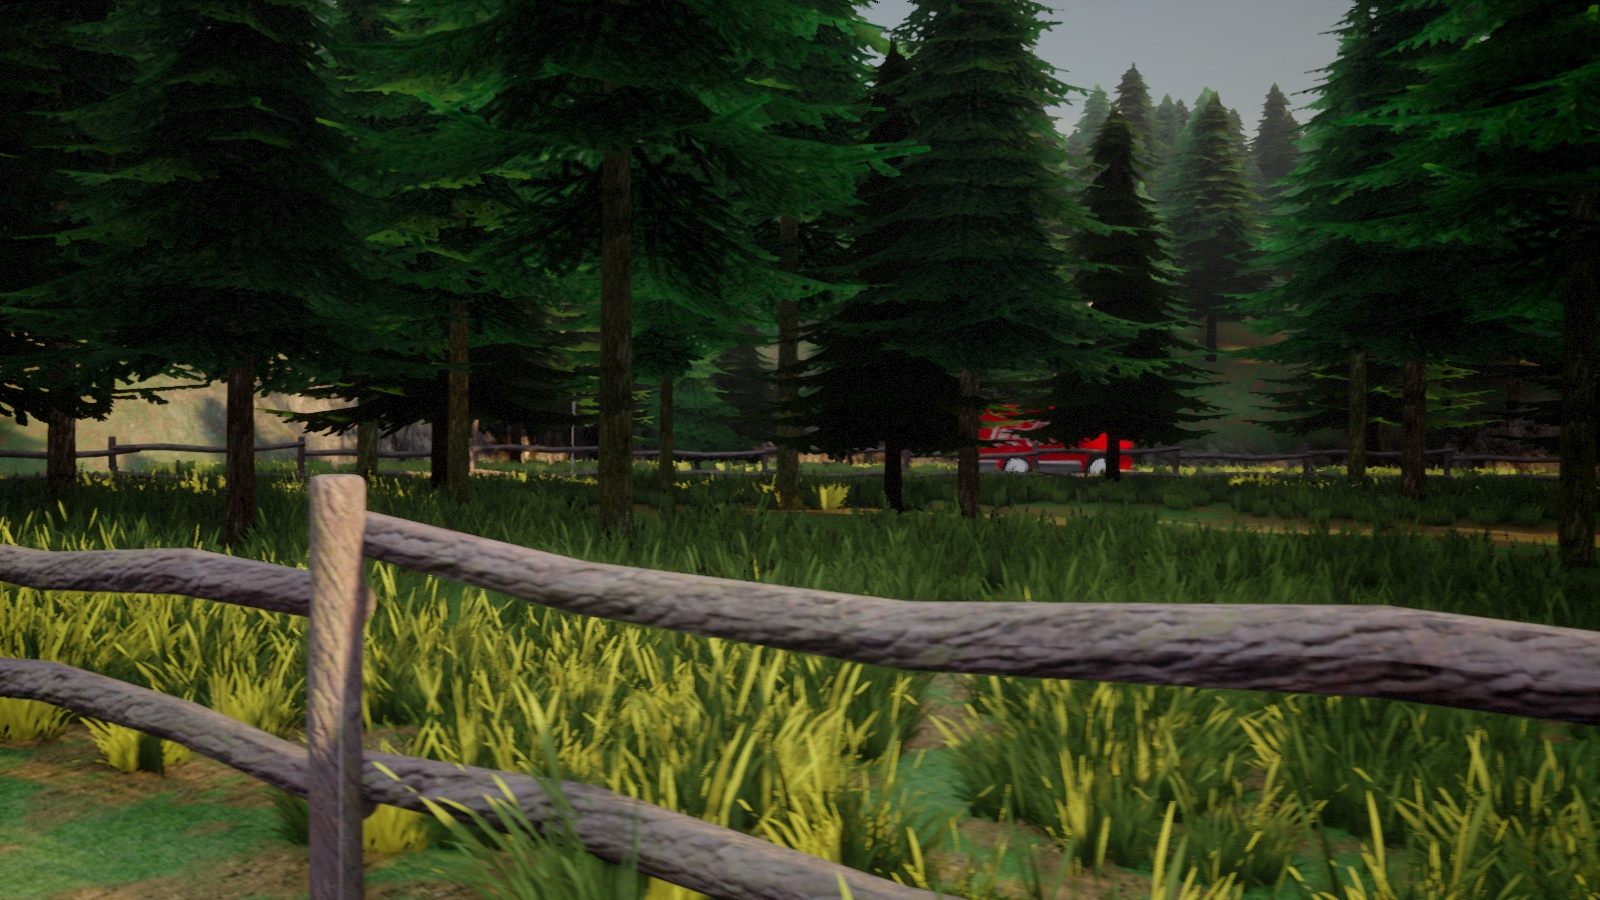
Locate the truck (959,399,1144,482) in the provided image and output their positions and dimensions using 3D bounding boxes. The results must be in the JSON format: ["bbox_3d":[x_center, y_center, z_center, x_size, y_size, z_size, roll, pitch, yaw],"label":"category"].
[{"bbox_3d":[7.848,-0.312,39.553,5.204,2.467,2.627,-1,1,-3],"label":"truck"}]
